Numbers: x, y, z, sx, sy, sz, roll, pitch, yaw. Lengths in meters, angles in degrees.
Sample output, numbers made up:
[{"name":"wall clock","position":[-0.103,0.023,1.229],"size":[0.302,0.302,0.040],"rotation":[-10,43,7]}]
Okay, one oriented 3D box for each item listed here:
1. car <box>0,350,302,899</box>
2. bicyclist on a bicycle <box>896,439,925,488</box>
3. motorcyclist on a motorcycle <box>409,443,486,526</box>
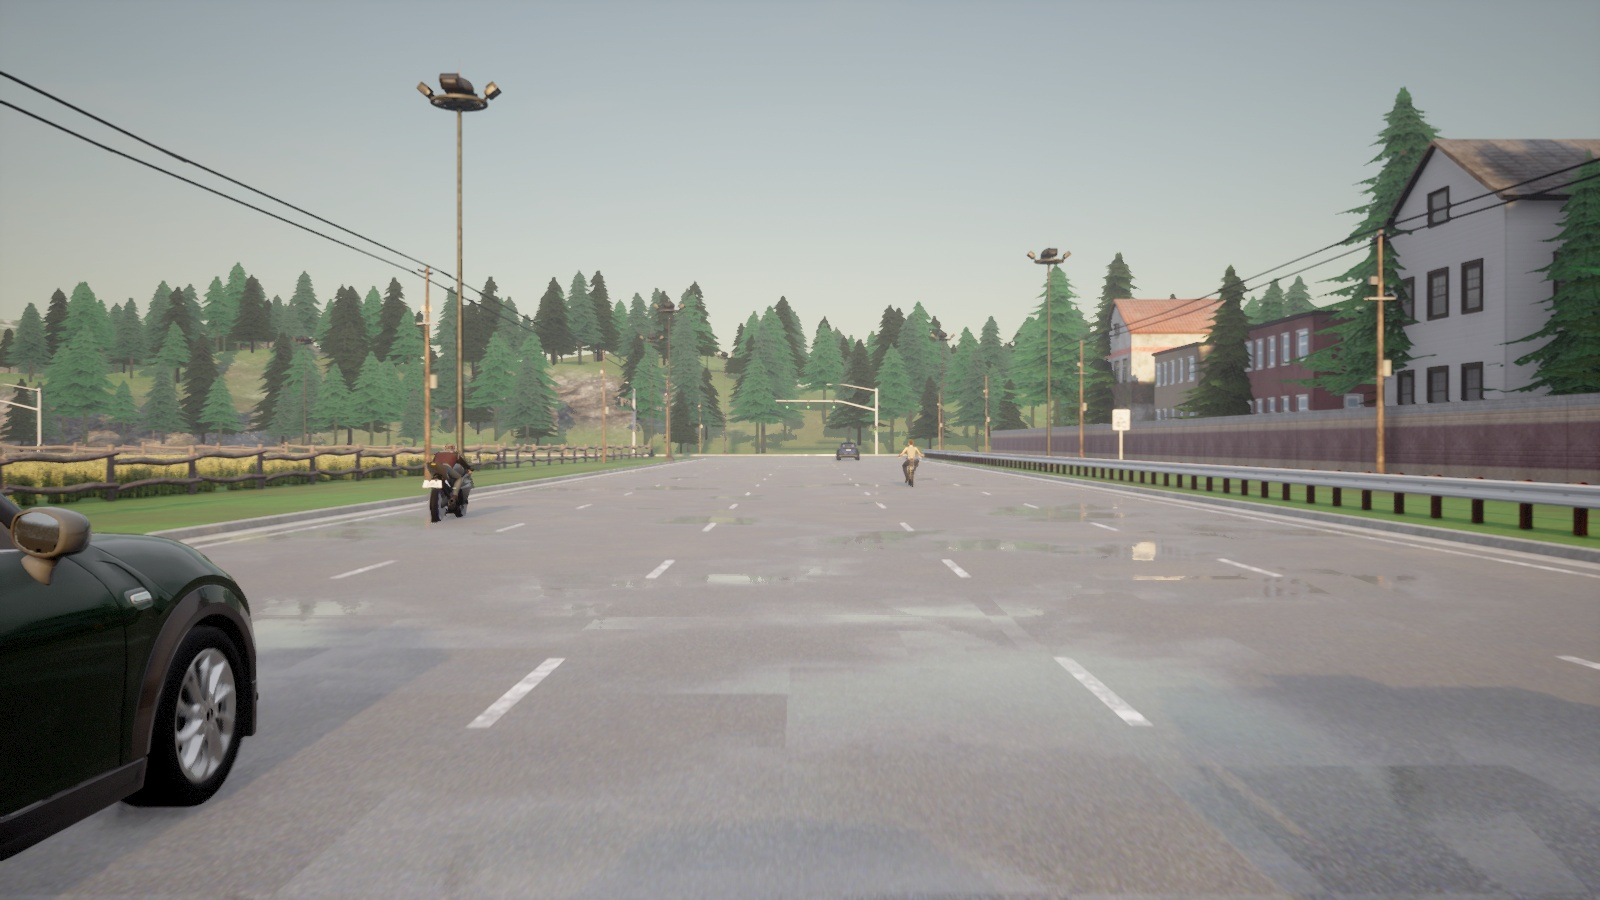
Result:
[{"name":"car","position":[-3.463,0.581,3.779],"size":[2.097,1.767,4.553],"rotation":[0,0,0]},{"name":"bicyclist on a bicycle","position":[3.753,0.446,42.581],"size":[0.866,1.612,1.509],"rotation":[0,0,1]},{"name":"motorcyclist on a motorcycle","position":[-6.845,0.638,24.504],"size":[0.866,1.530,2.191],"rotation":[0,0,0]}]
